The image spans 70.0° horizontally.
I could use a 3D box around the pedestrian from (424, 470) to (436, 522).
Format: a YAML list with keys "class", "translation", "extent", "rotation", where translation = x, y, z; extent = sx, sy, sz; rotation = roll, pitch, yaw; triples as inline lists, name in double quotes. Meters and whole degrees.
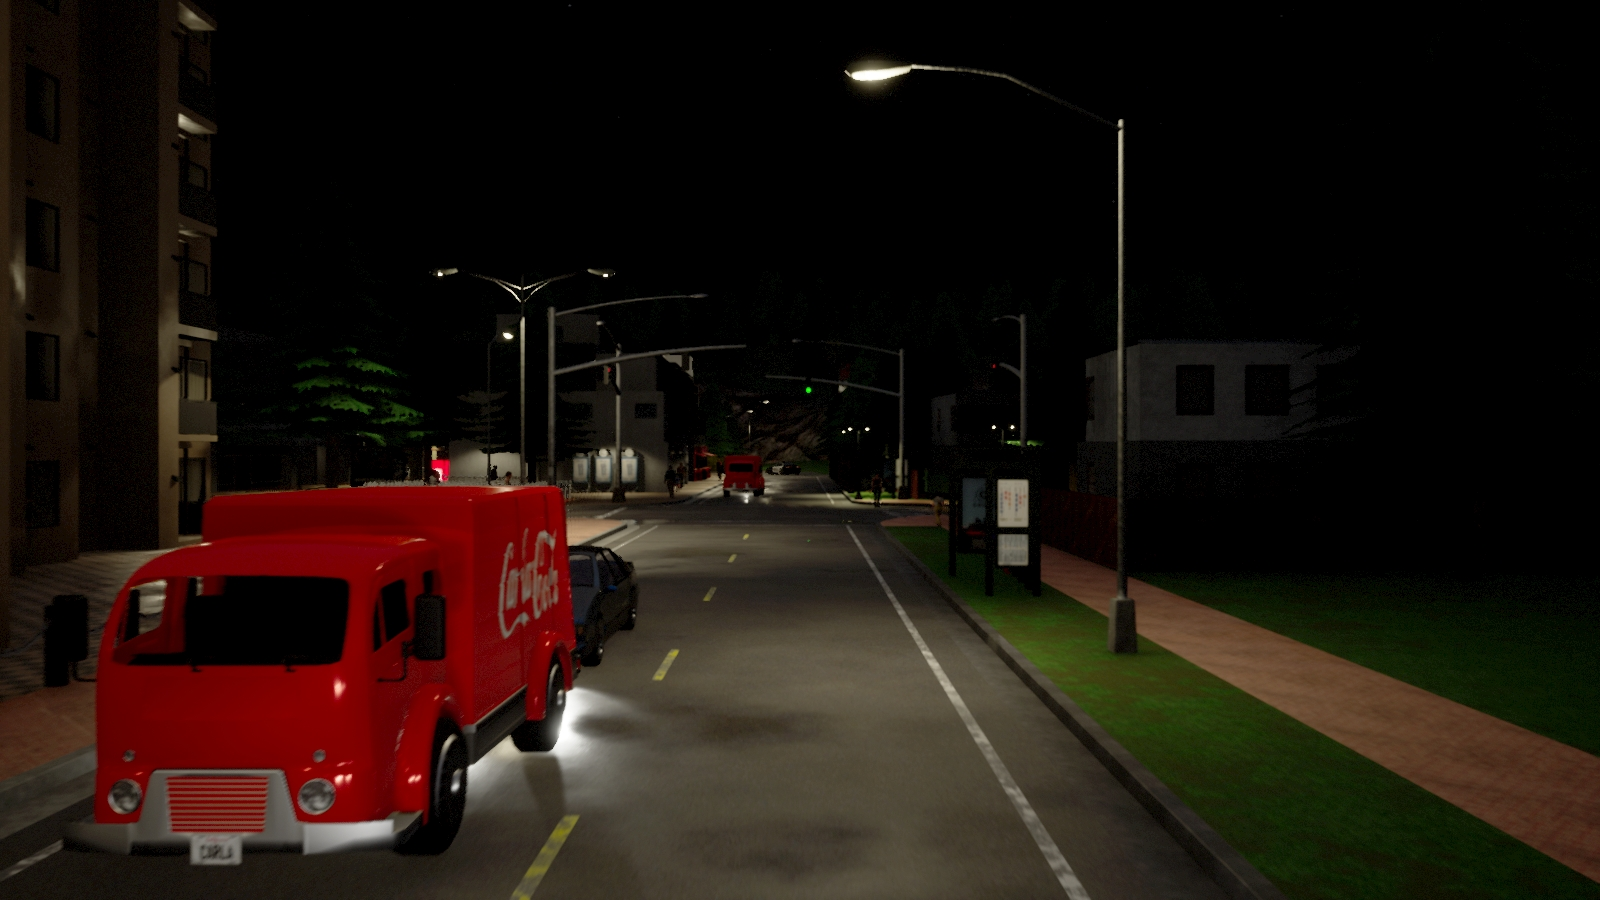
- class: "pedestrian"
  translation: [-13.616, 1.688, 42.053]
  extent: [0.375, 1.860, 0.375]
  rotation: [0, 0, -23]

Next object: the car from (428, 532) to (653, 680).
- class: "car"
  translation: [-3.489, 2.086, 16.535]
  extent: [2.033, 1.411, 5.357]
  rotation: [0, 0, 0]

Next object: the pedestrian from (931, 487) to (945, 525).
- class: "pedestrian"
  translation: [4.849, 1.962, 40.103]
  extent: [0.375, 1.300, 0.375]
  rotation: [0, 0, -19]

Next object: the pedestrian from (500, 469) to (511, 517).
- class: "pedestrian"
  translation: [-11.520, 1.691, 44.680]
  extent: [0.375, 1.860, 0.375]
  rotation: [0, 0, -2]

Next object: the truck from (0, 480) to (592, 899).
- class: "truck"
  translation: [-3.503, 1.548, 9.444]
  extent: [2.627, 2.467, 5.204]
  rotation: [0, 0, 0]
